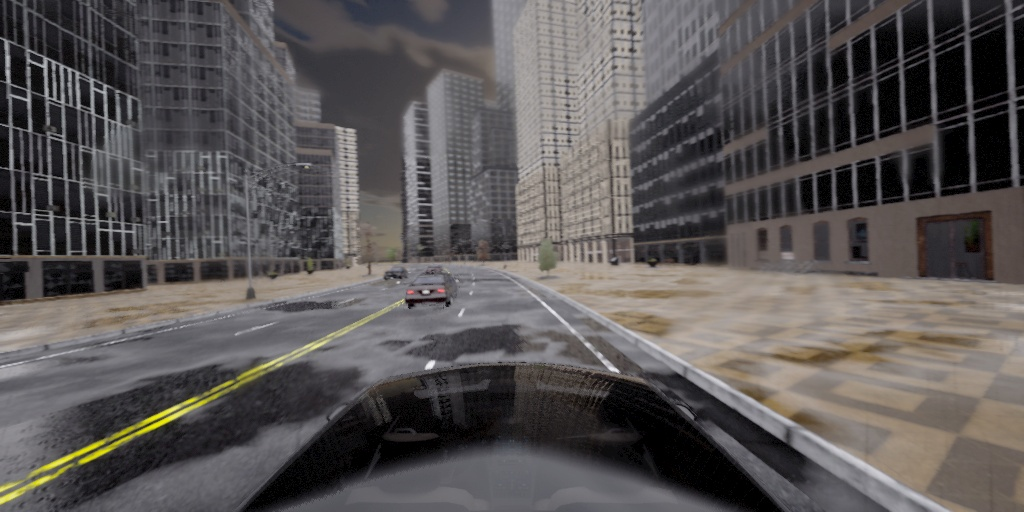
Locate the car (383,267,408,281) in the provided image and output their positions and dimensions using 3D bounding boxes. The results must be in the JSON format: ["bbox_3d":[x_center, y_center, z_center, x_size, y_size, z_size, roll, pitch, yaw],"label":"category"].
[{"bbox_3d":[-12.463,1.873,38.856,2.033,1.411,5.357,-2,0,-7],"label":"car"}]

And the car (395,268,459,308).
[{"bbox_3d":[-3.567,1.473,16.589,2.033,1.411,5.357,-2,0,-4],"label":"car"}]

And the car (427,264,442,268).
[{"bbox_3d":[-10.485,1.825,48.654,1.994,1.385,4.181,-2,0,-8],"label":"car"}]
